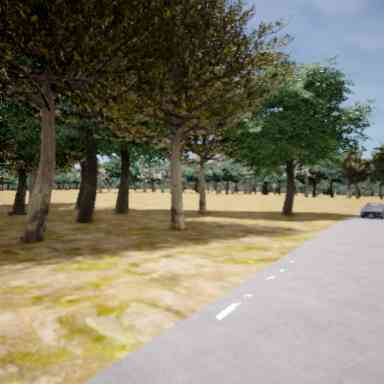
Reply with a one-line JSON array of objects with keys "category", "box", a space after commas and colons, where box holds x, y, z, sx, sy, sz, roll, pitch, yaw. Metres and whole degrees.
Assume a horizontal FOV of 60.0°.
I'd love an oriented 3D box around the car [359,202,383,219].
[{"category": "car", "box": [16.747, 1.668, 30.608, 2.033, 1.411, 5.357, 0, 0, 34]}]
